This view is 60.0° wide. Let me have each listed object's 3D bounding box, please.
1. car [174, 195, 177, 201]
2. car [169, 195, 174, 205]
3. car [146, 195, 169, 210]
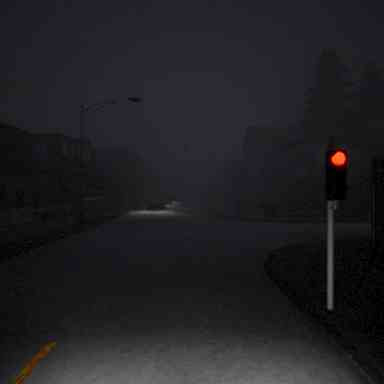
[{"bbox_3d":[-4.158,1.221,68.287,1.895,1.301,4.718,0,0,0],"label":"car"},{"bbox_3d":[-4.198,1.215,51.376,1.837,1.490,4.892,0,0,0],"label":"car"},{"bbox_3d":[-4.180,1.255,39.196,1.882,1.535,5.008,0,0,0],"label":"car"}]
